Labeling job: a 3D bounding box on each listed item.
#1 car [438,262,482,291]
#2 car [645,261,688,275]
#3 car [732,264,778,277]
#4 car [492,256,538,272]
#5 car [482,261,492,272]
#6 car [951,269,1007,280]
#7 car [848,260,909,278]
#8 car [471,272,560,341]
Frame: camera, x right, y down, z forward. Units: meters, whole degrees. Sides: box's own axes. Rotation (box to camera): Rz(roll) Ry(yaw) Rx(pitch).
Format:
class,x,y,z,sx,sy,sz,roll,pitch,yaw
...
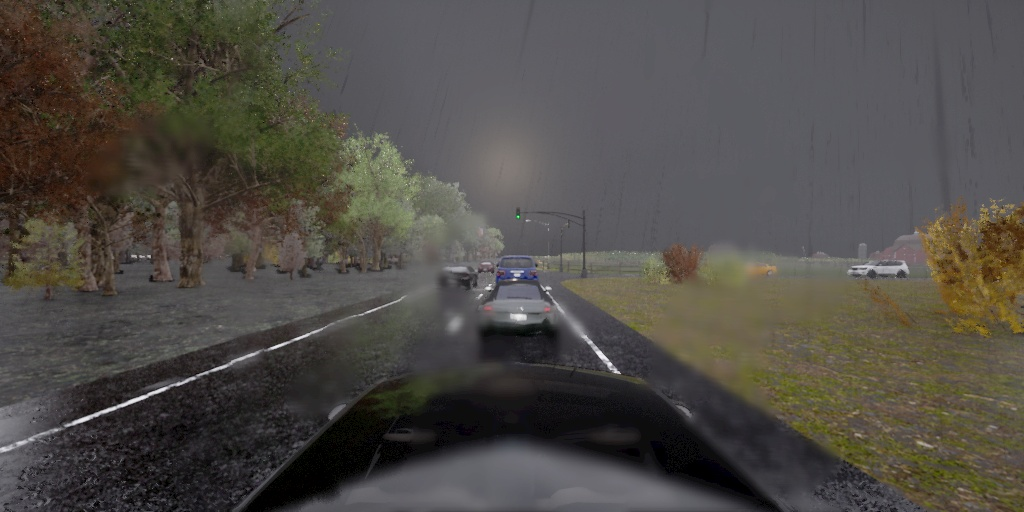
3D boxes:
class,x,y,z,sx,sy,sz,roll,pitch,yaw
car,-3.207,1.253,21.995,1.882,1.535,5.008,0,0,1
car,18.037,1.395,42.034,4.553,1.767,2.097,1,-1,2
car,28.112,1.630,41.845,5.008,1.535,1.882,1,-1,0
car,0.279,0.997,20.025,2.150,2.045,5.566,0,0,1
car,-3.012,1.325,42.902,1.812,1.442,4.674,0,0,0
car,49.448,1.886,37.918,4.181,1.385,1.994,1,-1,2
car,42.535,1.534,41.633,5.566,2.045,2.150,1,-1,1
car,0.175,1.325,9.945,1.994,1.385,4.181,0,0,1
